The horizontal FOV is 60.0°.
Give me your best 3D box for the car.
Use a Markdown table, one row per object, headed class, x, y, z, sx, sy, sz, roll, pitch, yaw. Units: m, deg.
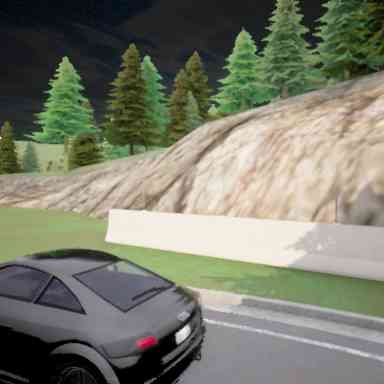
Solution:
| class | x | y | z | sx | sy | sz | roll | pitch | yaw |
| --- | --- | --- | --- | --- | --- | --- | --- | --- | --- |
| car | -1.918 | 1.473 | 4.428 | 4.181 | 1.385 | 1.994 | 1 | 1 | 24 |
